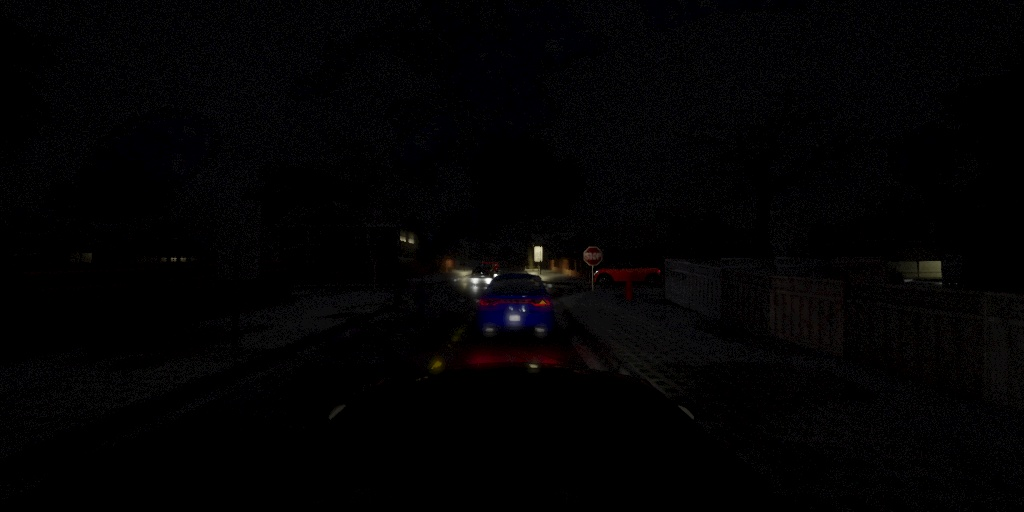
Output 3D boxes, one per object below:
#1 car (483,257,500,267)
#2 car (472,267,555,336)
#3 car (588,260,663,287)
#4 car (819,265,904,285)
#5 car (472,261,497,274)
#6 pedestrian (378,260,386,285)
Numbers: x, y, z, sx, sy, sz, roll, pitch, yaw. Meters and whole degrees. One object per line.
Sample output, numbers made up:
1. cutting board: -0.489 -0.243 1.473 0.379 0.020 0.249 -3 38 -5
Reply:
1. car: -2.825 1.160 46.296 2.150 2.045 5.566 0 0 0
2. car: 0.175 1.241 10.472 1.882 1.535 5.008 0 0 3
3. car: 7.356 1.092 23.658 4.553 1.767 2.097 -1 -2 5
4. car: 19.217 1.004 20.314 4.674 1.442 1.812 -1 -2 1
5. car: -2.821 1.427 35.669 1.994 1.385 4.181 0 0 0
6. pedestrian: -9.651 1.200 26.591 0.375 1.860 0.375 0 -1 1
